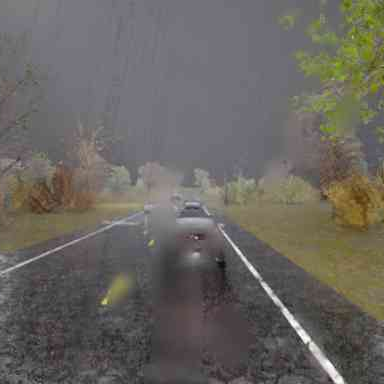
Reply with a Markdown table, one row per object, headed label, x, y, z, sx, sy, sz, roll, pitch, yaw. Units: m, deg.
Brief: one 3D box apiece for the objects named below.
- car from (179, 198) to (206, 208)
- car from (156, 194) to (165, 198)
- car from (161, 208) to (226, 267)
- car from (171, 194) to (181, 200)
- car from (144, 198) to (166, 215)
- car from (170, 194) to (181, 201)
| label | x | y | z | sx | sy | sz | roll | pitch | yaw |
| --- | --- | --- | --- | --- | --- | --- | --- | --- | --- |
| car | 0.027 | 1.469 | 26.855 | 1.837 | 1.490 | 4.892 | 0 | 0 | 0 |
| car | -7.184 | 1.178 | 75.306 | 1.882 | 1.535 | 5.008 | 0 | 0 | -3 |
| car | 0.075 | 1.489 | 11.277 | 1.837 | 1.490 | 4.892 | 0 | 0 | 0 |
| car | -3.759 | 1.260 | 78.975 | 1.994 | 1.385 | 4.181 | 0 | 0 | 0 |
| car | -3.724 | 1.550 | 33.898 | 1.895 | 1.301 | 4.718 | 0 | 0 | -1 |
| car | -3.616 | 1.137 | 71.676 | 1.882 | 1.535 | 5.008 | 0 | 0 | -2 |
